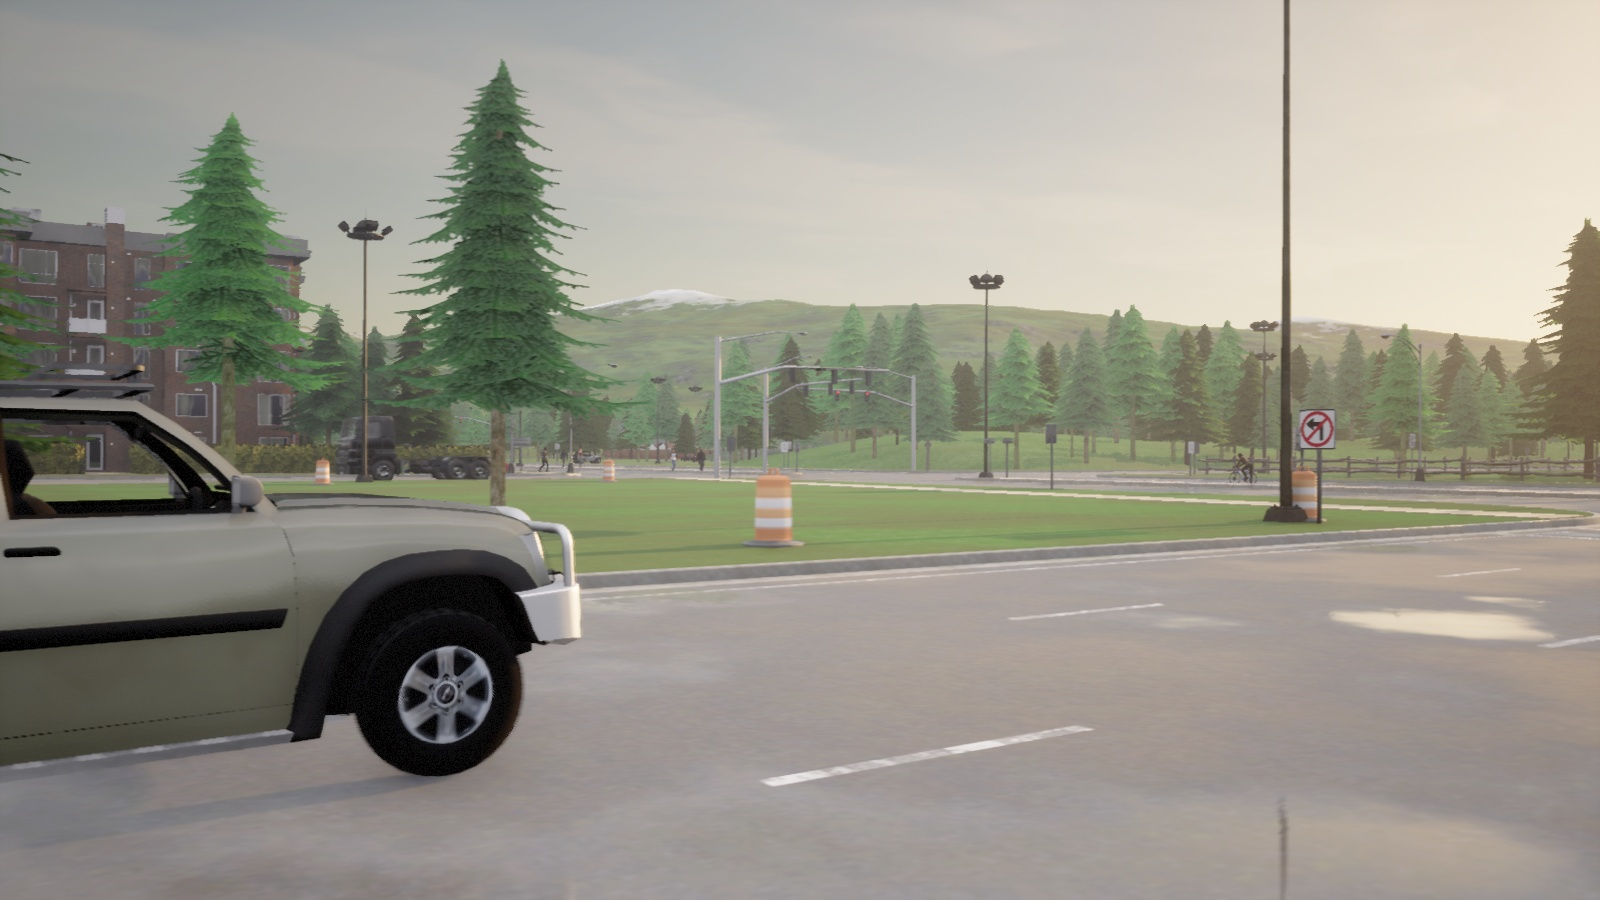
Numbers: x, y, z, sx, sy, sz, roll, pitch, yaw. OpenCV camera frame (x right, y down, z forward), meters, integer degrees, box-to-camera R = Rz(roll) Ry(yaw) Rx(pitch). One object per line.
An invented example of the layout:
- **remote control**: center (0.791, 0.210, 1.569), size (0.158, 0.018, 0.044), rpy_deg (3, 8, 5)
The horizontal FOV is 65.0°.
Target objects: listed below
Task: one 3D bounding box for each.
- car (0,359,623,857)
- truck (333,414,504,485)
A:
- **car**: center (-3.318, 0.588, 5.615), size (4.605, 1.855, 1.932), rpy_deg (-1, 0, -35)
- **truck**: center (-19.634, 0.005, 64.813), size (7.936, 3.462, 2.891), rpy_deg (0, 0, -35)
